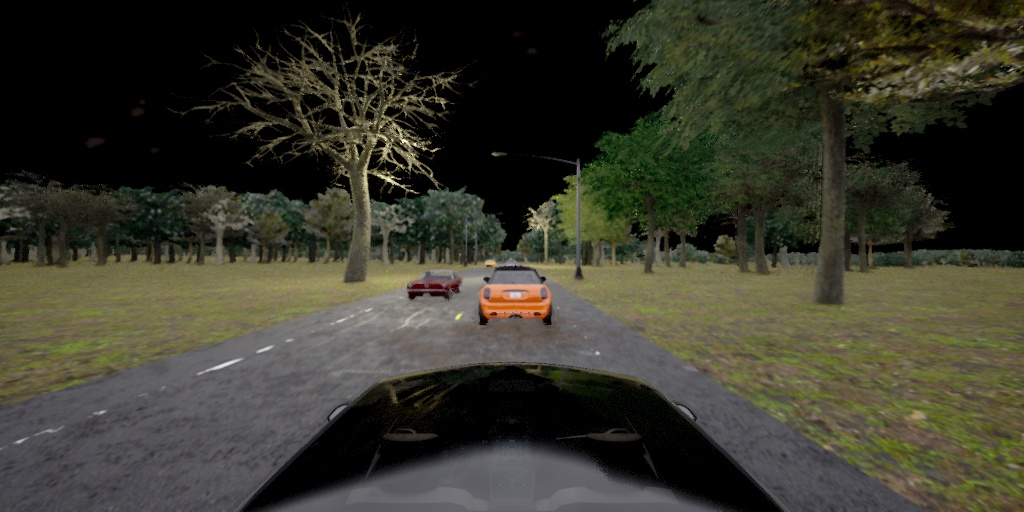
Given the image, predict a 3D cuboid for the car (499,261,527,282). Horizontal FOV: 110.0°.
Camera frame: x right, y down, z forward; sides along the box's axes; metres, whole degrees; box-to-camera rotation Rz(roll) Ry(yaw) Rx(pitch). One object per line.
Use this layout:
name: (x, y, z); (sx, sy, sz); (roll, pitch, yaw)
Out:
car: (0.084, 1.241, 30.092); (2.128, 1.511, 4.902); (0, 0, 0)

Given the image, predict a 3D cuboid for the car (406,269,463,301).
car: (-3.606, 1.341, 17.371); (1.895, 1.301, 4.718); (0, 0, 0)

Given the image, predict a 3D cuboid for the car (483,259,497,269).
car: (-3.567, 1.335, 59.022); (1.882, 1.535, 5.008); (0, 0, 0)

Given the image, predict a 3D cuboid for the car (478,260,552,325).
car: (0.096, 1.093, 11.963); (2.097, 1.767, 4.553); (0, 0, 0)
